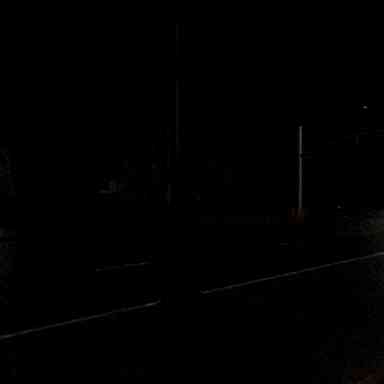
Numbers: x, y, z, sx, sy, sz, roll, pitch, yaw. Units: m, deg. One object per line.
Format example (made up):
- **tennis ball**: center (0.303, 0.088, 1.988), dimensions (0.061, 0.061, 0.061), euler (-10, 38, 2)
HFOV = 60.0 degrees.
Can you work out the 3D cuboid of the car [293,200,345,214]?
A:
- **car**: center (13.602, 1.611, 36.030), dimensions (2.033, 1.411, 5.357), euler (0, 0, -36)
